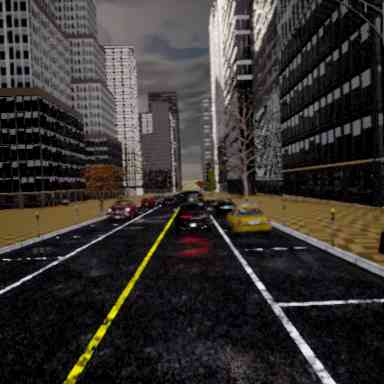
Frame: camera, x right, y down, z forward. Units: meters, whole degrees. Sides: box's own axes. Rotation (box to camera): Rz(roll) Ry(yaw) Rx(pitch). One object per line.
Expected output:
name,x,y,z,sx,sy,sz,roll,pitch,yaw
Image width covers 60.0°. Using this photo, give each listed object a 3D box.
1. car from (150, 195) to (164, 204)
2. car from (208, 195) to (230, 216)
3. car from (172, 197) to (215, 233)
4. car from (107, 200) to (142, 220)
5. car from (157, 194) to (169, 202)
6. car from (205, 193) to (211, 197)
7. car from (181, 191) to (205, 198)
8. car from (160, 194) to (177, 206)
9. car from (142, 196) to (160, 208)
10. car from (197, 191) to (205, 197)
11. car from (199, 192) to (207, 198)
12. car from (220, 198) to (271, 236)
car,-5.805,1.275,55.750,1.802,1.307,4.206,-3,1,0
car,2.635,1.181,27.643,1.947,1.339,4.313,-4,1,0
car,0.050,1.316,18.621,1.837,1.490,4.892,-2,1,0
car,-5.746,1.398,27.625,1.967,1.590,4.097,-3,1,0
car,-5.833,1.140,66.999,2.008,1.369,4.403,-3,1,0
car,2.565,0.874,55.936,1.752,1.417,4.829,-4,1,0
car,0.004,0.850,37.498,2.150,2.045,5.566,-2,1,0
car,-3.086,1.223,47.523,1.994,1.385,4.181,-2,1,0
car,-5.780,1.342,44.500,1.887,1.381,4.507,-3,1,0
car,2.473,0.546,95.140,2.008,1.369,4.403,-4,1,0
car,2.515,0.727,78.266,1.802,1.307,4.206,-4,1,0
car,2.659,1.248,16.565,1.752,1.417,4.829,-3,1,0
